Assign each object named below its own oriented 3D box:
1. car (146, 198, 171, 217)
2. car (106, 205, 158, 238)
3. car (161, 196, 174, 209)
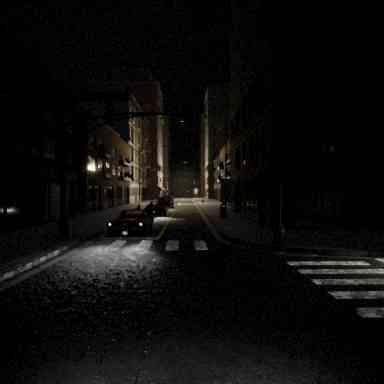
[{"bbox_3d":[-3.332,1.556,30.853,1.994,1.385,4.181,0,0,-1],"label":"car"},{"bbox_3d":[-3.137,1.598,17.650,1.895,1.301,4.718,0,0,-1],"label":"car"},{"bbox_3d":[-3.521,1.332,44.484,2.097,1.767,4.553,0,0,-1],"label":"car"}]
